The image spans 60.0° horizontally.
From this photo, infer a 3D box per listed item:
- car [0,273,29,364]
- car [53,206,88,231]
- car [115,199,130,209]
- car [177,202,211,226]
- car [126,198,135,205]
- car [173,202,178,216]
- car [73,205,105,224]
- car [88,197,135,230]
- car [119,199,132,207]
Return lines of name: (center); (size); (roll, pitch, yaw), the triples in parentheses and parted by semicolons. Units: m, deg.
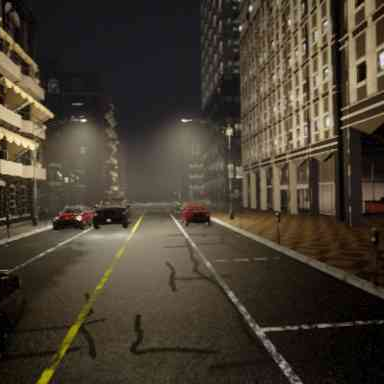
car: (-3.321, 1.634, 3.042); (2.033, 1.411, 5.357); (-1, 0, -6)
car: (-8.103, 1.702, 22.860); (1.967, 1.590, 4.097); (-1, 0, -6)
car: (-11.792, 2.018, 56.549); (2.008, 1.369, 4.403); (-1, 0, -6)
car: (0.228, 1.616, 23.773); (1.887, 1.381, 4.507); (-1, 0, -6)
car: (-13.863, 2.169, 74.998); (1.802, 1.307, 4.206); (-1, 0, -6)
car: (-1.003, 1.689, 35.003); (2.008, 1.369, 4.403); (-1, 0, -6)
car: (-8.715, 1.877, 28.474); (1.802, 1.307, 4.206); (-1, 0, -6)
car: (-5.456, 1.424, 23.356); (2.150, 2.045, 5.566); (-1, 0, -6)
car: (-12.407, 2.054, 62.164); (2.008, 1.369, 4.403); (-1, 0, -6)
